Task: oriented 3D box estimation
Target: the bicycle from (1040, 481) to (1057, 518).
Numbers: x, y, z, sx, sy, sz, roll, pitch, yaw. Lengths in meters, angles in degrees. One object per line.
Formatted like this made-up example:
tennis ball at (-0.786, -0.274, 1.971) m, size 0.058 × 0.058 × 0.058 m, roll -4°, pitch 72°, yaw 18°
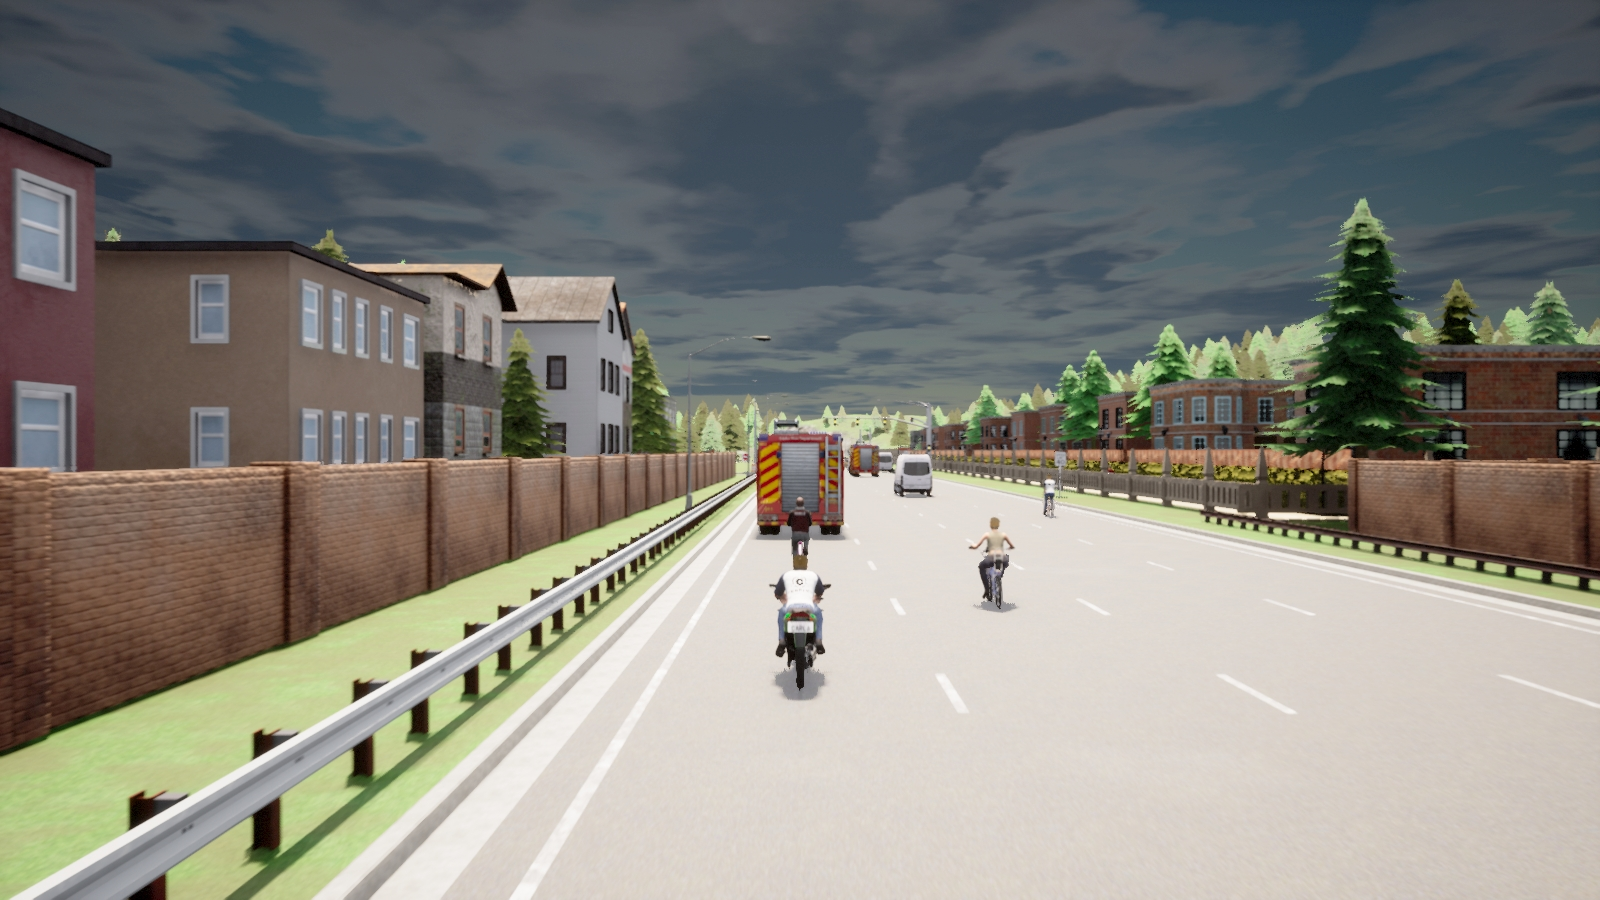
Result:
bicycle at (10.441, 2.075, 48.030) m, size 0.373 × 1.496 × 1.643 m, roll 0°, pitch 0°, yaw 0°

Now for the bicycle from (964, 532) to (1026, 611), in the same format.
bicycle at (3.501, 2.166, 20.658) m, size 0.859 × 1.277 × 1.487 m, roll 0°, pitch 0°, yaw 0°

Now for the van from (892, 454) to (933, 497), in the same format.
van at (6.999, 1.562, 71.446) m, size 1.988 × 2.561 × 5.915 m, roll 0°, pitch 0°, yaw 0°

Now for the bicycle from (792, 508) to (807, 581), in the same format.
bicycle at (-0.005, 2.071, 25.436) m, size 0.329 × 1.471 × 1.835 m, roll 0°, pitch 0°, yaw 0°

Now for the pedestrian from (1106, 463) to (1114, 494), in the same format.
pedestrian at (18.759, 1.729, 69.135) m, size 0.375 × 1.860 × 0.375 m, roll 0°, pitch 0°, yaw 0°

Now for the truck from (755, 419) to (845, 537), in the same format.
truck at (-0.003, 0.907, 41.268) m, size 2.891 × 3.827 × 8.468 m, roll 0°, pitch 0°, yaw 0°

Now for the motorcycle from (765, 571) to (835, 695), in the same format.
motorcycle at (0.001, 2.192, 14.025) m, size 0.803 × 1.199 × 2.033 m, roll 0°, pitch 0°, yaw 0°
